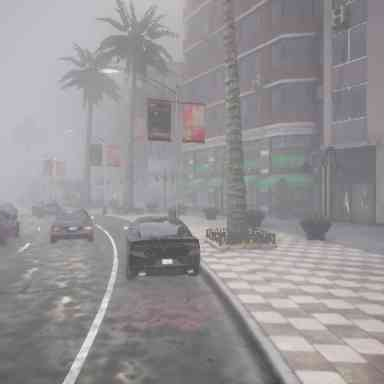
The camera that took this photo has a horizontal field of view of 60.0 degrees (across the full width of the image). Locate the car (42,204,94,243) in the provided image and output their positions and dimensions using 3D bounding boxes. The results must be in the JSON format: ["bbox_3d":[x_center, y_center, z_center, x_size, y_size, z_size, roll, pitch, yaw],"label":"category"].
[{"bbox_3d":[-5.764,1.559,16.104,2.033,1.411,5.357,0,0,-19],"label":"car"}]

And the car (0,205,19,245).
[{"bbox_3d":[-9.076,1.526,14.973,1.812,1.442,4.674,0,0,-19],"label":"car"}]

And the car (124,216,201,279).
[{"bbox_3d":[-1.059,1.476,10.199,1.882,1.535,5.008,0,0,-11],"label":"car"}]

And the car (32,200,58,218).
[{"bbox_3d":[-13.409,1.484,30.581,2.128,1.511,4.902,0,0,-35],"label":"car"}]

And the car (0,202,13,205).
[{"bbox_3d":[-16.293,1.558,28.598,1.994,1.385,4.181,0,0,-35],"label":"car"}]
